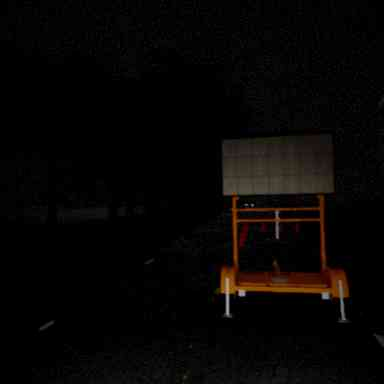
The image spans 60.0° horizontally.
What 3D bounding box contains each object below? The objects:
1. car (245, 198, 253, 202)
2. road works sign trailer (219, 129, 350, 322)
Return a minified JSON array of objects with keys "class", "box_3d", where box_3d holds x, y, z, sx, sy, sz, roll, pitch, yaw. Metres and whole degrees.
[{"class":"car","box_3d":[14.917,2.240,86.298,1.812,1.442,4.674,-2,-1,11]},{"class":"road works sign trailer","box_3d":[1.865,0.488,7.323,2.380,3.560,2.880,-2,-1,11]}]
